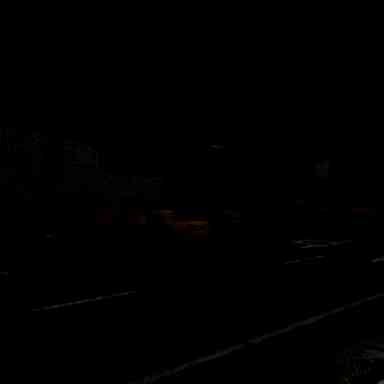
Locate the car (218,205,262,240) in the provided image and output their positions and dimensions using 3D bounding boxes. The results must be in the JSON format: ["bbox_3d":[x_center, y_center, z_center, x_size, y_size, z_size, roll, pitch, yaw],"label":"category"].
[{"bbox_3d":[0.894,1.544,17.148,4.674,1.452,2.002,-1,-1,35],"label":"car"}]

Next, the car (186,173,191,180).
[{"bbox_3d":[1.266,-3.866,86.965,2.185,1.767,4.553,6,3,34],"label":"car"}]

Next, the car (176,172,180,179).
[{"bbox_3d":[-2.243,-4.378,91.776,2.435,2.045,5.566,1,-1,34],"label":"car"}]

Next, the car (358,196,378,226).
[{"bbox_3d":[10.771,1.396,24.047,4.553,1.767,2.185,-1,-1,35],"label":"car"}]

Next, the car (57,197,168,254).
[{"bbox_3d":[-4.026,1.245,13.685,5.566,2.045,2.435,-1,-1,34],"label":"car"}]

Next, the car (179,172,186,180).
[{"bbox_3d":[-0.468,-4.101,89.432,2.185,1.767,4.553,4,1,33],"label":"car"}]

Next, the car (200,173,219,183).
[{"bbox_3d":[4.920,-3.192,82.245,1.946,1.575,5.366,7,3,34],"label":"car"}]

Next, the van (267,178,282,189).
[{"bbox_3d":[16.932,-1.506,64.770,1.878,1.987,4.442,7,4,35],"label":"van"}]

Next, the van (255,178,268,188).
[{"bbox_3d":[15.198,-1.779,67.239,1.878,1.987,4.442,7,4,35],"label":"van"}]

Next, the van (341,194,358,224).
[{"bbox_3d":[8.365,1.290,22.293,4.442,1.987,1.878,-1,-1,35],"label":"van"}]

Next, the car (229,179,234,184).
[{"bbox_3d":[10.038,-2.333,74.744,2.002,1.452,4.674,7,3,35],"label":"car"}]

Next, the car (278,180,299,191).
[{"bbox_3d":[18.696,-1.008,62.411,2.231,1.521,4.892,7,3,35],"label":"car"}]

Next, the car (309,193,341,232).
[{"bbox_3d":[5.829,1.261,20.619,5.566,2.045,2.435,-1,-1,35],"label":"car"}]

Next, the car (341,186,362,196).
[{"bbox_3d":[25.614,0.121,52.565,2.002,1.452,4.674,7,3,35],"label":"car"}]

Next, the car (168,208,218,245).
[{"bbox_3d":[-1.709,1.499,15.516,5.366,1.575,1.946,-1,-1,34],"label":"car"}]

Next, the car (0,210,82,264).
[{"bbox_3d":[-6.468,1.522,11.935,4.792,1.488,2.163,-1,-1,34],"label":"car"}]

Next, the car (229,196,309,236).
[{"bbox_3d":[3.319,1.257,18.910,5.566,2.045,2.435,-1,-1,35],"label":"car"}]

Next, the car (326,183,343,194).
[{"bbox_3d":[23.919,-0.441,55.034,2.435,2.045,5.566,7,3,35],"label":"car"}]

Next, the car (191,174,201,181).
[{"bbox_3d":[3.065,-3.714,84.501,2.435,2.045,5.566,7,3,34],"label":"car"}]

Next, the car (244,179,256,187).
[{"bbox_3d":[13.620,-1.828,69.967,1.946,1.575,5.366,7,3,35],"label":"car"}]

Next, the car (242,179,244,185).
[{"bbox_3d":[11.784,-2.059,72.285,2.002,1.452,4.674,7,4,35],"label":"car"}]
